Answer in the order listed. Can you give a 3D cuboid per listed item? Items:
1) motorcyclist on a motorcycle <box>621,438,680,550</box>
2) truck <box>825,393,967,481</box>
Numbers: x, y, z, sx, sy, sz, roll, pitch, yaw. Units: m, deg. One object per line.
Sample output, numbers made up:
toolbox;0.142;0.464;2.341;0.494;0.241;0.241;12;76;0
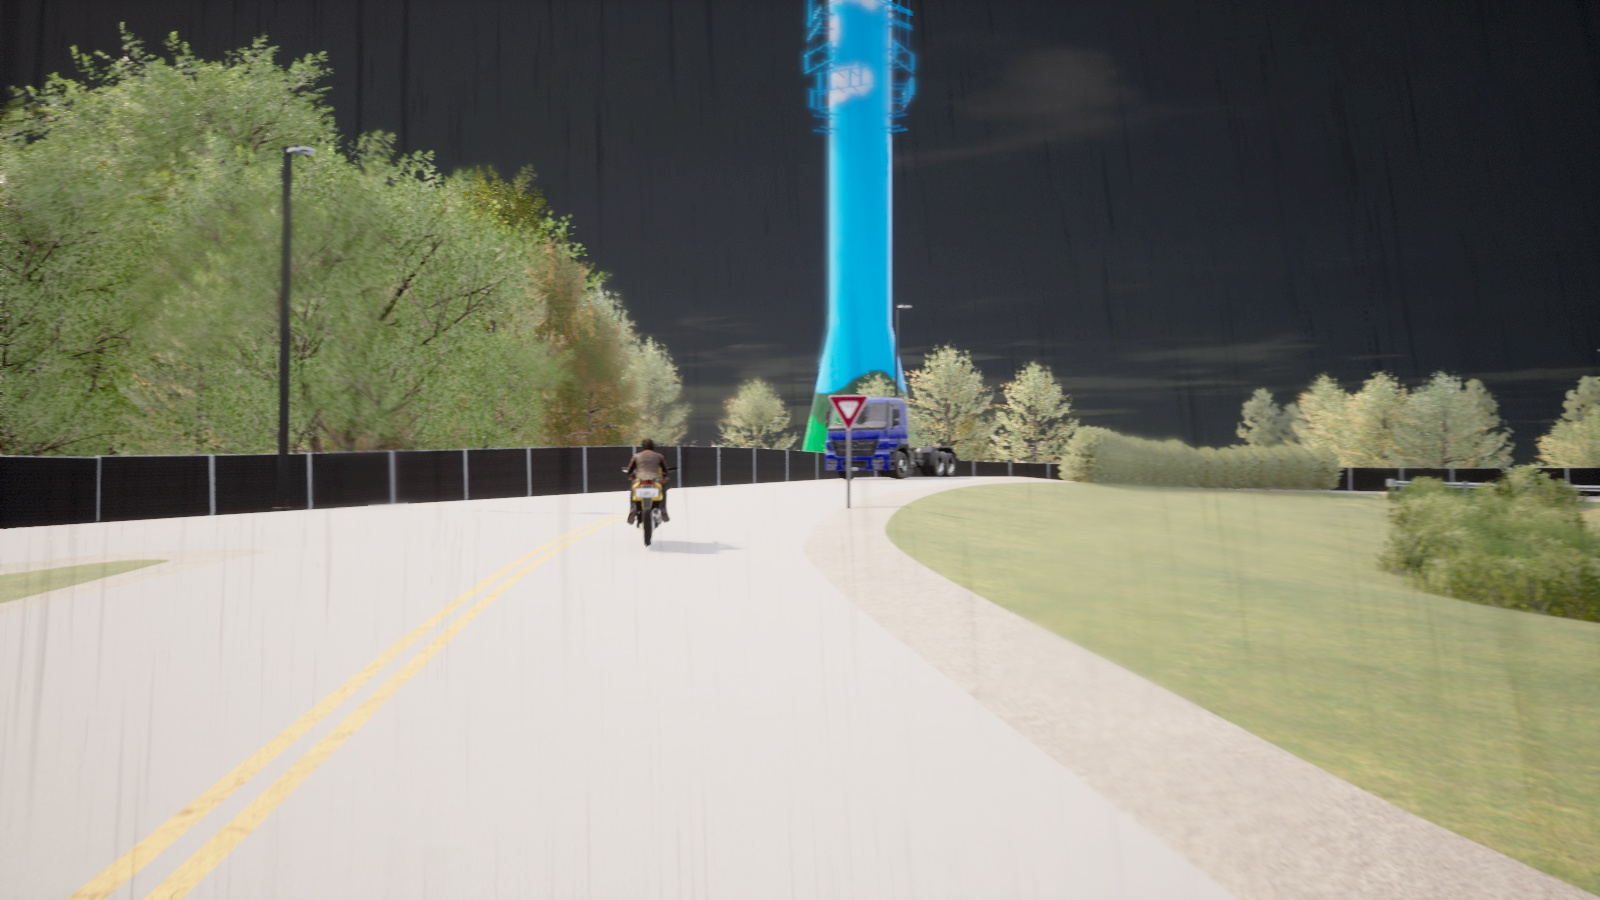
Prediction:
motorcyclist on a motorcycle;-2.127;0.592;18.070;0.797;1.523;2.044;0;0;-5
truck;4.283;-0.505;53.858;2.891;3.462;7.936;-1;0;30
